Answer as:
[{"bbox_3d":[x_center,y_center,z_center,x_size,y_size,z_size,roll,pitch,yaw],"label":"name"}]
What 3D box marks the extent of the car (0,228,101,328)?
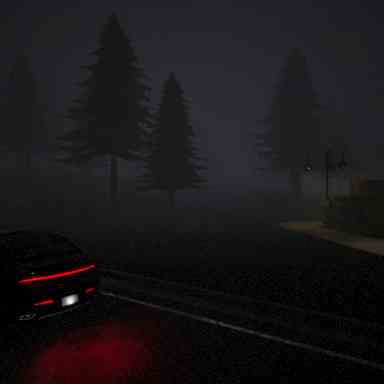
[{"bbox_3d":[-3.942,1.505,6.803,4.892,1.490,1.837,0,0,36],"label":"car"}]
